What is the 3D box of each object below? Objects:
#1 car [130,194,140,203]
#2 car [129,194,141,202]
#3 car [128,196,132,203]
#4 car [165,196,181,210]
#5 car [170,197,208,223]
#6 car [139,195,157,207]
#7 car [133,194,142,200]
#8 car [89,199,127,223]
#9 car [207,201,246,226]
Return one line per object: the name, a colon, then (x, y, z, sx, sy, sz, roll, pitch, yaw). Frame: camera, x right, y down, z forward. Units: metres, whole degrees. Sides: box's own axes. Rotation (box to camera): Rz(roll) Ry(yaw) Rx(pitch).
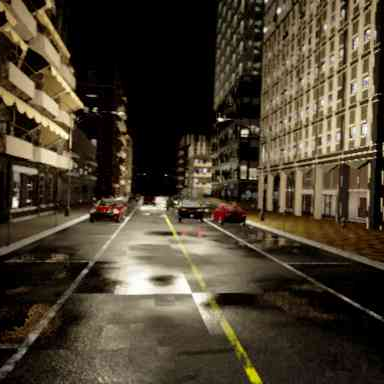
car: (-9.905, 1.114, 56.374, 2.008, 1.369, 4.403, 2, 0, -7)
car: (-10.597, 1.083, 61.979, 2.008, 1.369, 4.403, 2, 0, -7)
car: (-6.440, 1.306, 28.345, 1.802, 1.307, 4.206, 2, 0, -7)
car: (-2.053, 1.209, 39.654, 2.097, 1.767, 4.553, 2, 0, -6)
car: (-0.265, 1.433, 25.214, 2.128, 1.511, 4.902, 2, 0, -6)
car: (-5.960, 1.190, 46.406, 1.882, 1.535, 5.008, 2, 0, -7)
car: (-12.233, 1.042, 74.793, 1.802, 1.307, 4.206, 2, 0, -7)
car: (-5.742, 1.198, 22.739, 1.967, 1.590, 4.097, 2, 0, -7)
car: (2.566, 1.588, 23.768, 1.887, 1.381, 4.507, 2, 0, -7)
